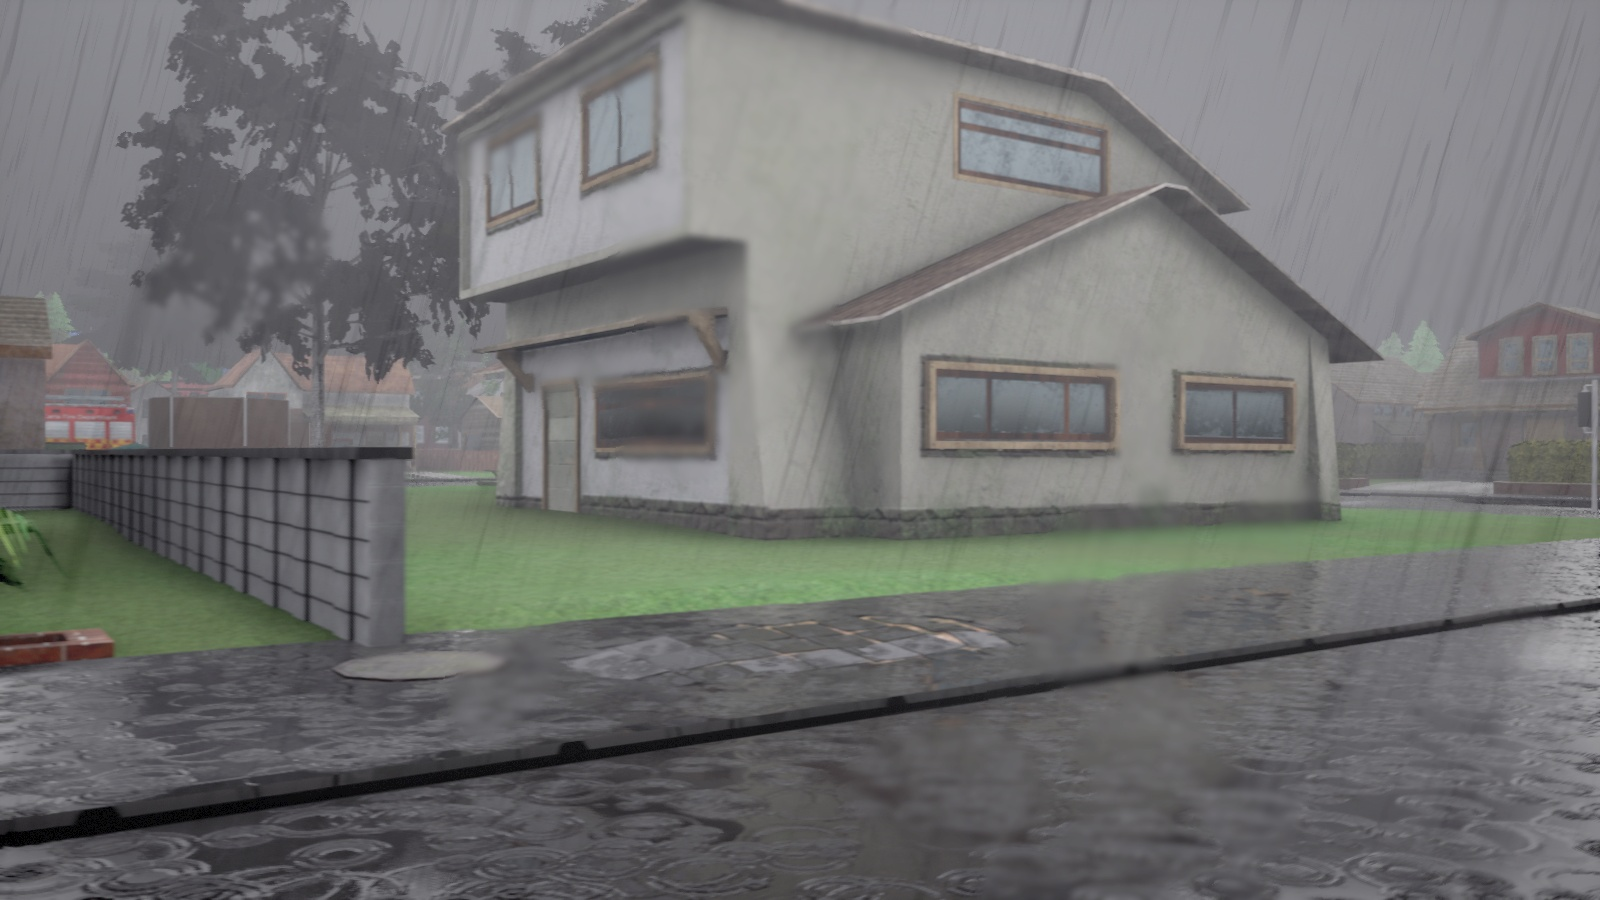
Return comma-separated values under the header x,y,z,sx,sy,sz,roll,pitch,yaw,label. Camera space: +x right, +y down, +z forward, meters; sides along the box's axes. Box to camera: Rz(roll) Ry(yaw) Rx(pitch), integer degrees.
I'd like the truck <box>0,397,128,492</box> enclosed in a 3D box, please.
x,y,z,sx,sy,sz,roll,pitch,yaw,label
-32.613,-0.224,51.662,8.468,3.827,2.891,0,0,-35,truck
